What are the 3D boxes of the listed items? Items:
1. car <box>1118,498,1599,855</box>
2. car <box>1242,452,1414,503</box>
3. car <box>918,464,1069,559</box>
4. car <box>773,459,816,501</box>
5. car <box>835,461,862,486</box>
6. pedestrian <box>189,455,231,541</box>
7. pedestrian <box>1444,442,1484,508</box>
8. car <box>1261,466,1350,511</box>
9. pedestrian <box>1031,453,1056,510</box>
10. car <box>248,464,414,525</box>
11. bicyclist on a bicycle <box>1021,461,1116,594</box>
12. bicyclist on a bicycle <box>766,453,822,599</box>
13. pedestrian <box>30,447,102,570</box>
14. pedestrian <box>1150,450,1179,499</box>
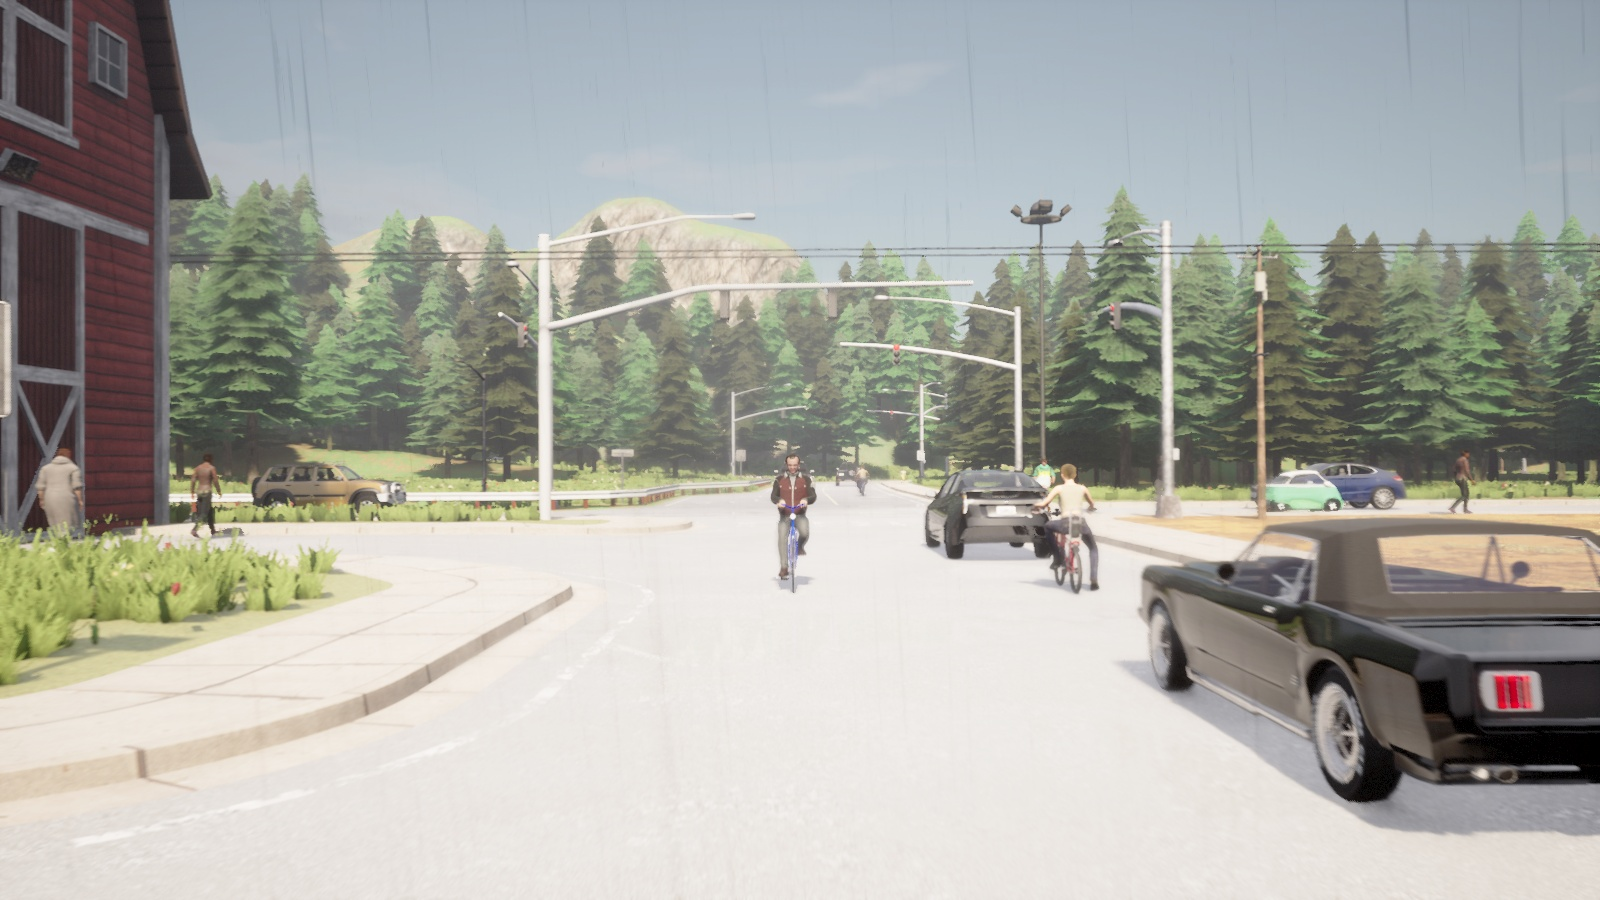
[{"bbox_3d":[3.457,1.012,7.470,1.895,1.301,4.718,-1,-1,0],"label":"car"},{"bbox_3d":[18.268,0.943,43.610,5.027,1.651,2.152,-1,-1,1],"label":"car"},{"bbox_3d":[3.393,1.043,22.894,2.007,1.525,4.514,-1,-1,0],"label":"car"},{"bbox_3d":[-0.256,1.406,59.130,1.932,1.855,4.605,-1,-1,0],"label":"car"},{"bbox_3d":[3.721,1.799,96.451,1.932,1.855,4.605,-1,-1,2],"label":"car"},{"bbox_3d":[-12.545,1.016,26.720,0.328,1.805,0.869,-1,-1,14],"label":"pedestrian"},{"bbox_3d":[18.238,0.688,34.498,0.869,1.805,0.328,-1,-1,1],"label":"pedestrian"},{"bbox_3d":[16.105,1.208,40.101,2.207,1.376,1.481,-1,-1,0],"label":"car"},{"bbox_3d":[8.493,1.094,43.813,0.659,1.952,0.873,-1,-1,1],"label":"pedestrian"},{"bbox_3d":[-15.086,1.420,40.573,4.605,1.855,1.932,-1,-1,1],"label":"car"},{"bbox_3d":[3.421,0.954,16.117,0.866,1.612,1.509,-1,-1,0],"label":"bicyclist on a bicycle"},{"bbox_3d":[-0.082,0.940,16.284,0.659,1.776,1.843,-1,-1,0],"label":"bicyclist on a bicycle"},{"bbox_3d":[-11.933,0.930,20.431,0.659,1.952,0.873,-1,-1,-1],"label":"pedestrian"},{"bbox_3d":[13.855,0.933,47.770,0.899,1.844,0.634,-1,-1,0],"label":"pedestrian"}]
